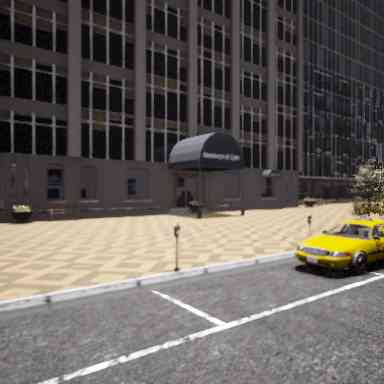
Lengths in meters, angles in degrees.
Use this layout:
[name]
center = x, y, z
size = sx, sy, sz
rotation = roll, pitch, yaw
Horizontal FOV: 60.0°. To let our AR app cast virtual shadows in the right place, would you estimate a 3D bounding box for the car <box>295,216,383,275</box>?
[car]
center = 5.164, 1.457, 10.246
size = 4.829, 1.417, 1.752
rotation = 0, 1, -36
